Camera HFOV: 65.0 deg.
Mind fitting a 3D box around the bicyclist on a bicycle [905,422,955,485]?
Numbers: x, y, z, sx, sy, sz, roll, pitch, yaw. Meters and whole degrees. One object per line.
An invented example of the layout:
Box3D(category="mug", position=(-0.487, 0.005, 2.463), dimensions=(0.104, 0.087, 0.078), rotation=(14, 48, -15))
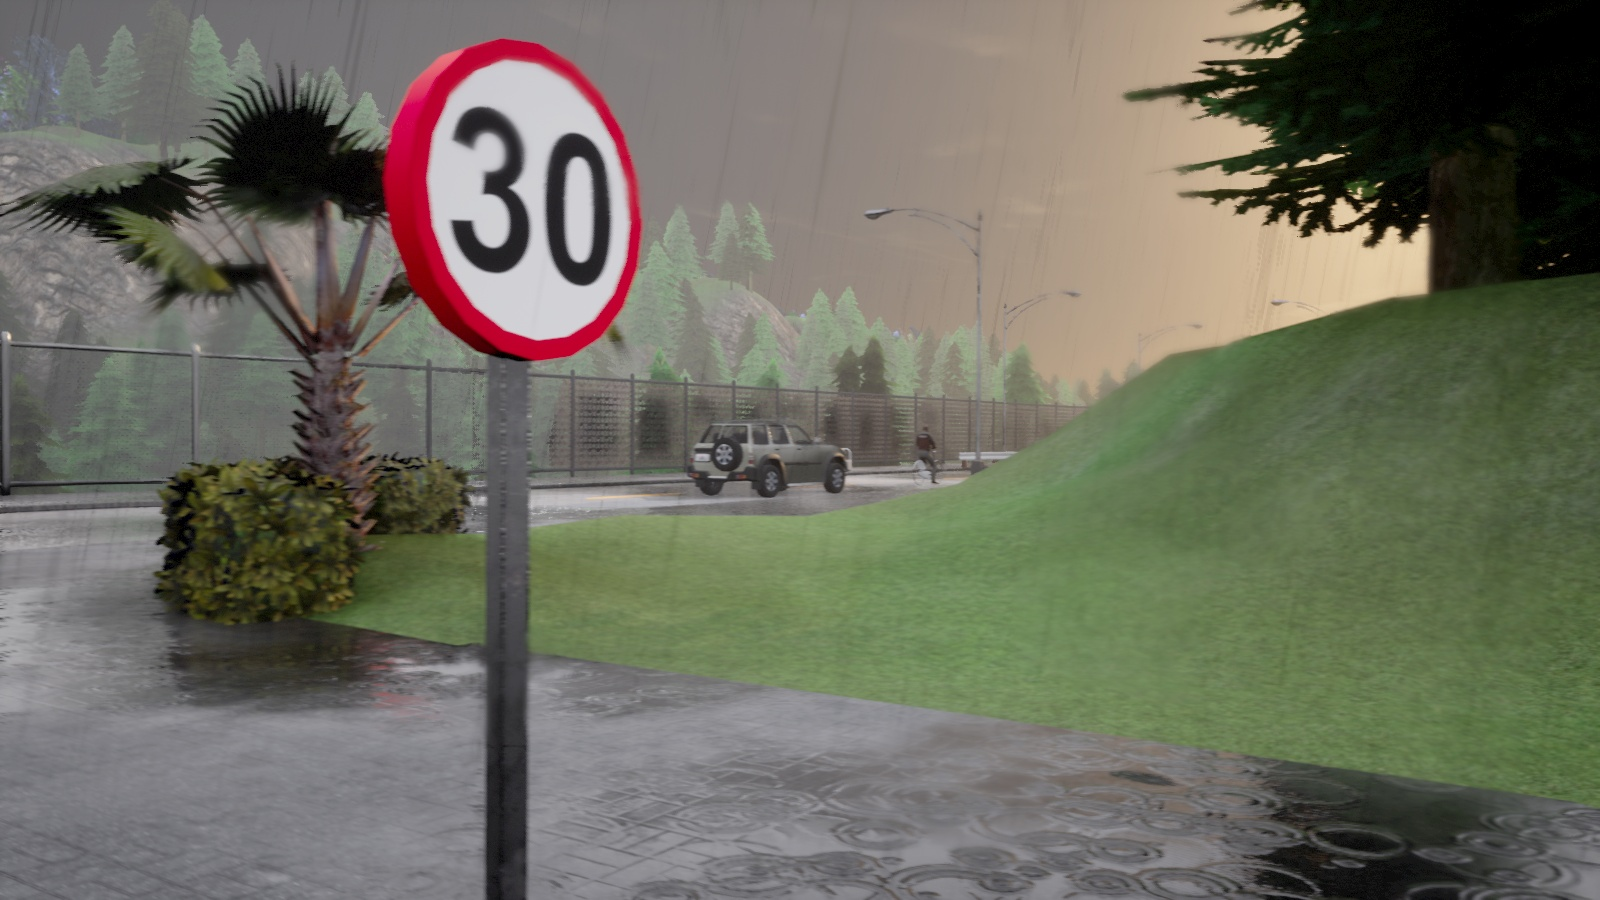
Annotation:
Box3D(category="bicyclist on a bicycle", position=(3.828, 0.085, 36.825), dimensions=(0.659, 1.776, 1.843), rotation=(0, 1, 34))

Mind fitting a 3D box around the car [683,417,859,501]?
Box3D(category="car", position=(-0.598, 0.162, 30.171), dimensions=(1.932, 1.855, 4.605), rotation=(0, 1, 34))
